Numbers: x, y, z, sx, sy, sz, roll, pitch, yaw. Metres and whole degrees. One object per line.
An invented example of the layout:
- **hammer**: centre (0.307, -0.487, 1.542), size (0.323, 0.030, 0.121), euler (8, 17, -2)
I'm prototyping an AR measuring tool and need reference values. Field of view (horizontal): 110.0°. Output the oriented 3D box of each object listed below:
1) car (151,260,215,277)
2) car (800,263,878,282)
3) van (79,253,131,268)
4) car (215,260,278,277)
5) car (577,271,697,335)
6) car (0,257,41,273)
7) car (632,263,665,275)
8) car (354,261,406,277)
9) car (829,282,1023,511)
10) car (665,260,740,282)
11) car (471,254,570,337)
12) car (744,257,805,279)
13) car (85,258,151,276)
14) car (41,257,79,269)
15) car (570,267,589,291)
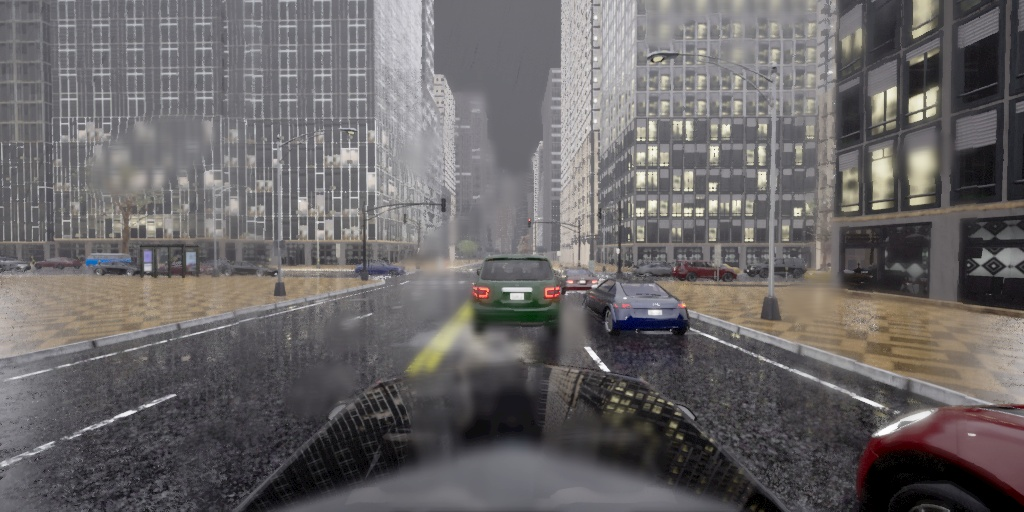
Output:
- **car**: centre (-28.354, 1.138, 31.295), size (4.207, 1.307, 1.802), euler (0, 0, 1)
- **car**: centre (27.701, 1.578, 30.322), size (4.829, 1.417, 1.751), euler (0, 0, 1)
- **van**: centre (-45.208, 0.605, 40.163), size (3.998, 1.789, 1.690), euler (0, 0, 1)
- **car**: centre (-22.671, 1.174, 31.150), size (4.313, 1.339, 1.948), euler (0, 0, 1)
- **car**: centre (3.374, 1.310, 10.508), size (1.994, 1.385, 4.181), euler (0, 0, -1)
- **car**: centre (-49.354, 0.811, 34.509), size (4.902, 1.511, 2.128), euler (0, 1, 2)
- **car**: centre (13.657, 1.381, 33.169), size (4.902, 1.511, 2.128), euler (0, 1, 1)
- **car**: centre (-12.314, 1.183, 33.625), size (4.674, 1.442, 1.812), euler (0, 1, 1)
- **car**: centre (3.344, 1.103, 0.464), size (2.097, 1.767, 4.553), euler (0, 0, 0)
- **car**: centre (16.253, 1.269, 30.542), size (5.009, 1.841, 2.192), euler (0, 0, 1)
- **car**: centre (0.117, 0.967, 10.415), size (2.150, 2.045, 5.566), euler (0, 0, 0)
- **car**: centre (26.563, 1.172, 36.122), size (5.566, 2.045, 2.150), euler (1, 1, 1)
- **car**: centre (-34.035, 1.069, 31.480), size (4.313, 1.339, 1.948), euler (0, 0, 1)
- **car**: centre (-50.890, 0.793, 40.290), size (4.207, 1.307, 1.802), euler (0, 0, 1)
- **car**: centre (3.390, 1.288, 19.750), size (2.033, 1.411, 5.357), euler (0, 0, 0)
